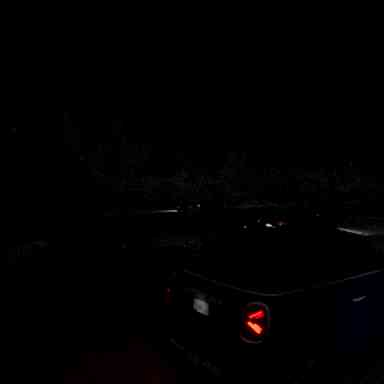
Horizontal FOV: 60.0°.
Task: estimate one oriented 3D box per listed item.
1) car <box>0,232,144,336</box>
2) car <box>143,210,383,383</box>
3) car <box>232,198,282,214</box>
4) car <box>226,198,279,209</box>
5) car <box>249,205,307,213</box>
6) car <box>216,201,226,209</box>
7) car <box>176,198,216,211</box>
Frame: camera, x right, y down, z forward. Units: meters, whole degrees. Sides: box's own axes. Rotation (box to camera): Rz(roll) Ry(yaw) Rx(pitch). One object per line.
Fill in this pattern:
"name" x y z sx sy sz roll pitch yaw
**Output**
"car" -1.919 1.532 6.670 5.357 1.411 2.033 -1 0 -35
"car" 1.832 1.321 5.055 4.553 1.767 2.097 0 0 -36
"car" 6.821 1.365 34.657 5.357 1.411 2.033 -1 0 -36
"car" 5.613 1.372 29.496 4.674 1.442 1.812 -1 0 -35
"car" 5.031 1.470 15.938 4.181 1.385 1.994 -1 0 -36
"car" 5.286 1.378 37.859 4.181 1.385 1.994 -1 0 -35
"car" 0.708 1.383 38.895 5.357 1.411 2.033 -1 0 -36
